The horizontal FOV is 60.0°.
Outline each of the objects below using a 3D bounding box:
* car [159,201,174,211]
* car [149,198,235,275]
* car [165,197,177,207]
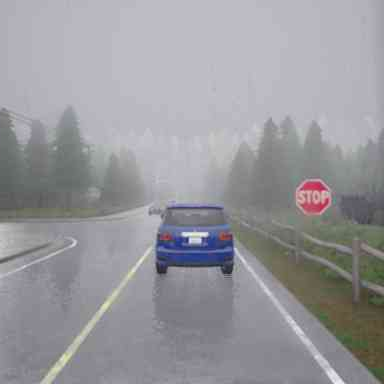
[{"bbox_3d":[-3.654,1.969,48.163,1.994,1.385,4.181,0,0,-1],"label":"car"},{"bbox_3d":[0.084,1.316,10.953,2.150,2.045,5.566,0,0,0],"label":"car"},{"bbox_3d":[-4.040,1.899,64.273,2.097,1.767,4.553,0,0,-1],"label":"car"}]
